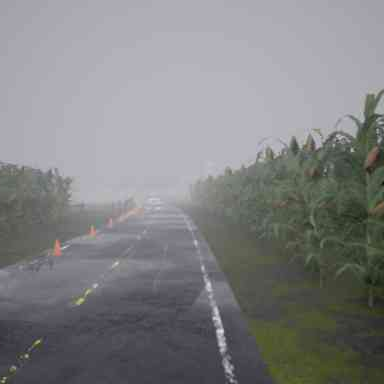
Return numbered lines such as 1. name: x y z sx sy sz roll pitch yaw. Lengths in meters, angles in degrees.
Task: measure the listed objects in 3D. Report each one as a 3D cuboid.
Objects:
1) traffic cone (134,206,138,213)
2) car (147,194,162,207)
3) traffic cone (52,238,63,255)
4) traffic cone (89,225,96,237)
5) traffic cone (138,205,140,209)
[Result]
1. traffic cone: -6.492 2.077 37.006 0.340 0.580 0.340 0 0 -5
2. car: -6.372 1.404 55.897 2.150 2.045 5.566 0 0 -8
3. traffic cone: -4.947 2.001 12.199 0.340 0.580 0.340 0 0 -2
4. traffic cone: -5.142 2.016 17.167 0.340 0.580 0.340 0 0 -3
5. traffic cone: -6.974 2.093 41.955 0.340 0.580 0.340 0 0 -6
